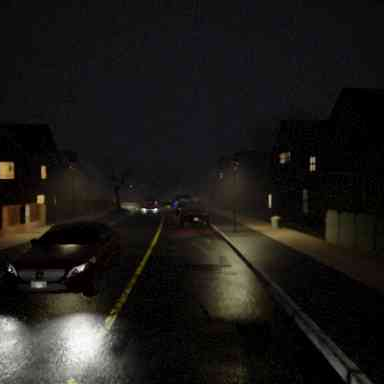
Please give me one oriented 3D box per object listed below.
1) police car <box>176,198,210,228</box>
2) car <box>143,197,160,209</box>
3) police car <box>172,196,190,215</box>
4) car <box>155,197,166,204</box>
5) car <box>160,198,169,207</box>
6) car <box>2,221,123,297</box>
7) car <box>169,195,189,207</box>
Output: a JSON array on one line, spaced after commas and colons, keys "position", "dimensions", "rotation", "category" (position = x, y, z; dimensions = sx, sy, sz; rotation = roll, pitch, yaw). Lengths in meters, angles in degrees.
[{"position": [0.092, 1.459, 22.743], "dimensions": [1.930, 1.638, 5.238], "rotation": [0, 0, -4], "category": "police car"}, {"position": [-6.379, 1.583, 50.786], "dimensions": [2.097, 1.767, 4.553], "rotation": [0, 0, -8], "category": "car"}, {"position": [-0.656, 1.508, 32.781], "dimensions": [1.930, 1.638, 5.238], "rotation": [0, 0, -5], "category": "police car"}, {"position": [-6.706, 1.878, 70.783], "dimensions": [1.994, 1.385, 4.181], "rotation": [0, -1, -11], "category": "car"}, {"position": [-4.333, 1.862, 56.717], "dimensions": [1.895, 1.301, 4.718], "rotation": [0, 0, -9], "category": "car"}, {"position": [-3.016, 1.531, 8.748], "dimensions": [1.812, 1.442, 4.674], "rotation": [0, 0, -2], "category": "car"}, {"position": [-1.224, 1.344, 38.714], "dimensions": [2.150, 2.045, 5.566], "rotation": [0, 0, -6], "category": "car"}]
